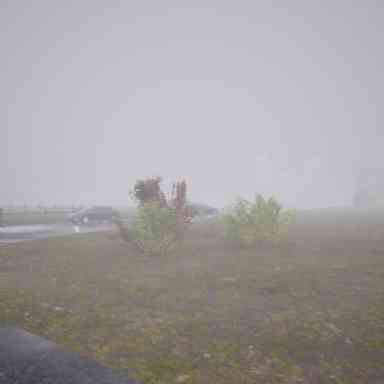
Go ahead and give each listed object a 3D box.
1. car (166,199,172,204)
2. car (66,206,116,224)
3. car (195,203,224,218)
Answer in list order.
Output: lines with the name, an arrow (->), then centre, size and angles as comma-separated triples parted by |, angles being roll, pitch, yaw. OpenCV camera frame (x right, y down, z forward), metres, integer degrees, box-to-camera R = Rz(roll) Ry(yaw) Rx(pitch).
car -> -2.976, 1.834, 37.617 | 2.150, 2.045, 5.566 | -2, -2, 36
car -> -8.758, 2.010, 29.587 | 1.837, 1.490, 4.892 | -2, -2, 36
car -> 1.067, 2.022, 36.903 | 2.128, 1.511, 4.902 | -2, -2, 36
